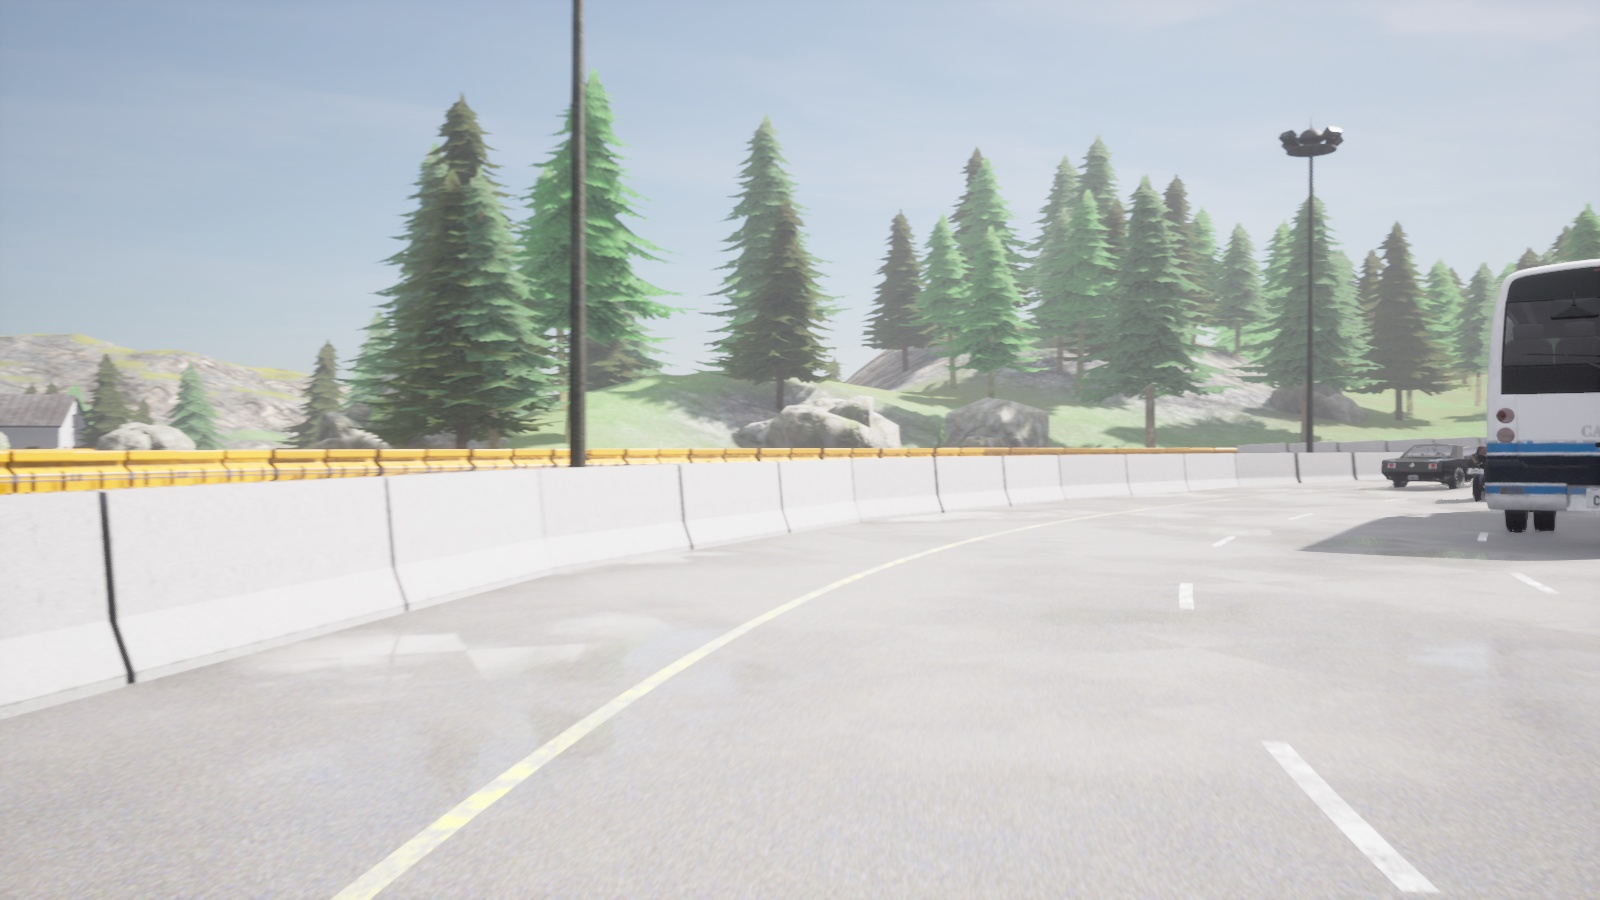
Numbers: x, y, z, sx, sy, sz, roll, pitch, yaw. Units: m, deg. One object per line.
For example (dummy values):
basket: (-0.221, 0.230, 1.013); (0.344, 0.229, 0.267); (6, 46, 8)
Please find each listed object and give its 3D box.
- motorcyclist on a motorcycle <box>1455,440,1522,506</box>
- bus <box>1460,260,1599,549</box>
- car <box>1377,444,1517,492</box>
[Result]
motorcyclist on a motorcycle: (16.856, 0.533, 30.710); (0.866, 1.530, 2.191); (1, 1, 44)
bus: (14.650, -0.749, 22.731); (3.944, 4.253, 10.273); (0, 1, 32)
car: (19.361, 0.501, 37.490); (4.718, 1.301, 1.895); (-1, 1, -38)
